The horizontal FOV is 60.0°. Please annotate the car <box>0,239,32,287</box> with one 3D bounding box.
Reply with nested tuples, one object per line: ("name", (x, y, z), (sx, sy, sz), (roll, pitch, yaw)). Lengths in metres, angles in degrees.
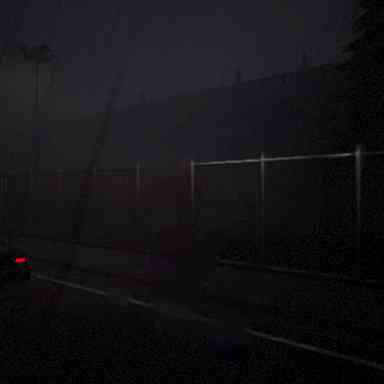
("car", (-6.124, 1.568, 8.287), (5.357, 1.411, 2.033), (0, 0, 36))
